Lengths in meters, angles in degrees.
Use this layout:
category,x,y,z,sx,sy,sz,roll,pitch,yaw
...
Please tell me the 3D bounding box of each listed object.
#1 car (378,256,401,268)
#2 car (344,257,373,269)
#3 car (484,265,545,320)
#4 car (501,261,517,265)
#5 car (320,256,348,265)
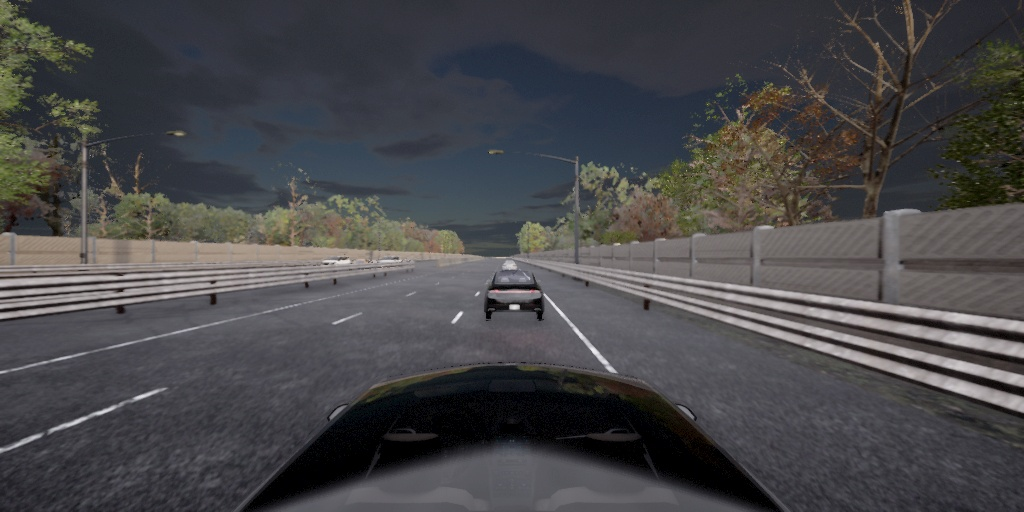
category,x,y,z,sx,sy,sz,roll,pitch,yaw
car,-18.128,0.987,53.202,2.150,2.045,5.566,0,0,-1
car,-21.599,1.243,51.324,1.882,1.535,5.008,0,0,-1
car,0.063,1.244,12.627,2.128,1.511,4.902,0,0,0
car,-0.316,1.291,44.594,1.812,1.442,4.674,0,0,-1
car,-25.090,0.986,51.173,2.150,2.045,5.566,0,0,-1
